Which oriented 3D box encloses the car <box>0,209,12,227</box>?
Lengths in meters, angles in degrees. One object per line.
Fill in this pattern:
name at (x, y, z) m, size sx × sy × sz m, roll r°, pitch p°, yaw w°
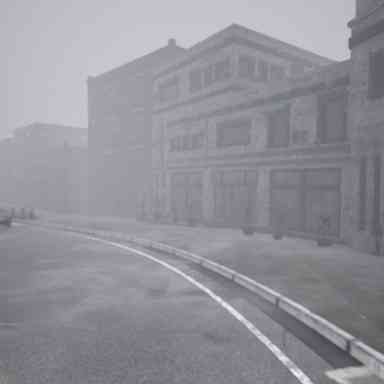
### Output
car at (-14.789, 1.839, 24.367) m, size 1.994 × 1.385 × 4.181 m, roll -2°, pitch 1°, yaw -44°
